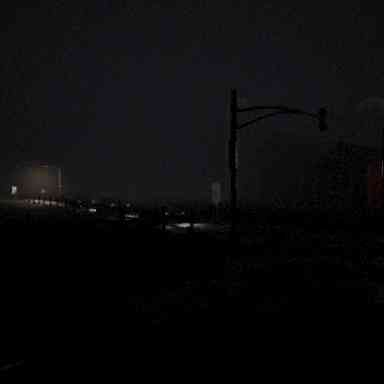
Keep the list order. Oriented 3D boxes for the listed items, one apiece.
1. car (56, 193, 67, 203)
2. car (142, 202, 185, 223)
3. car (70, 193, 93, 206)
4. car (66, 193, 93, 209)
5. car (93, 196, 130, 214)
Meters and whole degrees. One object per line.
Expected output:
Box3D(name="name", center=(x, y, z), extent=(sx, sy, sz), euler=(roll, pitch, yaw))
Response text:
Box3D(name="car", center=(-22.824, 1.027, 59.352), extent=(2.097, 1.767, 4.553), euler=(0, 0, -36))
Box3D(name="car", center=(-2.373, 1.505, 25.845), extent=(1.812, 1.442, 4.674), euler=(0, 0, -35))
Box3D(name="car", center=(-17.078, 1.108, 51.382), extent=(2.097, 1.767, 4.553), euler=(0, 0, -35))
Box3D(name="car", center=(-13.845, 1.177, 41.914), extent=(2.097, 1.767, 4.553), euler=(0, 0, -35))
Box3D(name="car", center=(-7.997, 1.256, 33.713), extent=(2.097, 1.767, 4.553), euler=(0, 0, -36))
